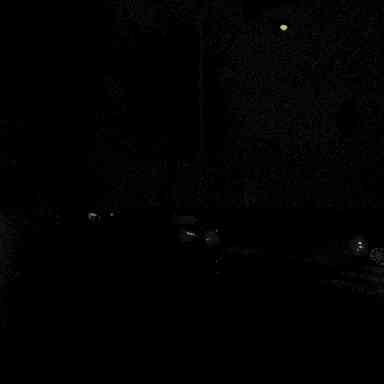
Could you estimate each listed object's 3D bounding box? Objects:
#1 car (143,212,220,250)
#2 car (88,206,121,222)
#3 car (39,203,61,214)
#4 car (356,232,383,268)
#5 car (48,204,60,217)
[{"bbox_3d":[-0.676,1.677,15.374,1.812,1.442,4.674,0,-1,-35],"label":"car"},{"bbox_3d":[-8.346,2.038,31.534,1.994,1.385,4.181,0,-1,-35],"label":"car"},{"bbox_3d":[-21.763,2.496,50.781,2.033,1.411,5.357,0,-1,-35],"label":"car"},{"bbox_3d":[7.181,1.520,9.263,1.837,1.490,4.892,0,-1,-35],"label":"car"},{"bbox_3d":[-16.682,2.281,38.420,1.895,1.301,4.718,0,-1,-34],"label":"car"}]
